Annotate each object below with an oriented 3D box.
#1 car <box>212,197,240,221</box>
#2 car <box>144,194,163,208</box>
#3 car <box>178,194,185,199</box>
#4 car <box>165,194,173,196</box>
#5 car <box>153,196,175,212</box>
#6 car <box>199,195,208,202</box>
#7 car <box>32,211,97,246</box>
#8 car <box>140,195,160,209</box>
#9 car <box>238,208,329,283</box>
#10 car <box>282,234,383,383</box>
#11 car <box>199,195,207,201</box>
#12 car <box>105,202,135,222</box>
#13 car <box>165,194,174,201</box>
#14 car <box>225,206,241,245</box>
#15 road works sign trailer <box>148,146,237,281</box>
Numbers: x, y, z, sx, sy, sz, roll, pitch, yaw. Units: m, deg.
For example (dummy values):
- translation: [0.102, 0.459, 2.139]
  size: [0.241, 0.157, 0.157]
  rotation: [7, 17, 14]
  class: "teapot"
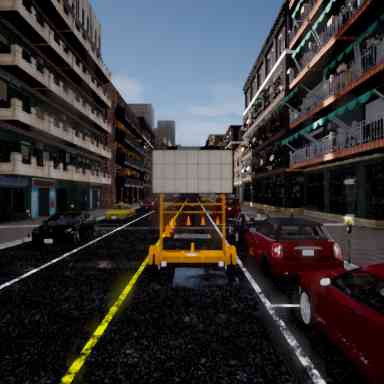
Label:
- translation: [2.733, 1.312, 26.592]
  size: [2.192, 1.841, 5.009]
  rotation: [0, 0, 0]
  class: "car"
- translation: [-5.615, 1.303, 49.154]
  size: [2.192, 1.841, 5.009]
  rotation: [0, 0, 0]
  class: "car"
- translation: [-2.867, 1.283, 89.825]
  size: [1.837, 1.490, 4.892]
  rotation: [0, 0, 0]
  class: "car"
- translation: [-5.573, 1.290, 77.336]
  size: [2.192, 1.841, 5.009]
  rotation: [0, 0, 0]
  class: "car"
- translation: [-3.043, 1.518, 38.518]
  size: [1.812, 1.442, 4.674]
  rotation: [0, 0, 0]
  class: "car"
- translation: [2.807, 1.500, 77.489]
  size: [1.752, 1.417, 4.829]
  rotation: [0, 0, 0]
  class: "car"
- translation: [-5.666, 1.565, 15.334]
  size: [1.947, 1.339, 4.313]
  rotation: [0, 0, 0]
  class: "car"
- translation: [-5.624, 1.431, 43.517]
  size: [1.967, 1.590, 4.097]
  rotation: [0, 0, 0]
  class: "car"
- translation: [2.707, 1.440, 9.683]
  size: [1.967, 1.590, 4.097]
  rotation: [0, 0, 0]
  class: "car"
- translation: [2.699, 1.545, 4.046]
  size: [1.887, 1.381, 4.507]
  rotation: [0, 0, 0]
  class: "car"
- translation: [2.823, 1.514, 88.592]
  size: [1.887, 1.381, 4.507]
  rotation: [0, 0, 0]
  class: "car"
- translation: [-5.649, 1.522, 26.437]
  size: [1.752, 1.417, 4.829]
  rotation: [0, 0, 0]
  class: "car"
- translation: [-5.566, 1.412, 82.971]
  size: [1.967, 1.590, 4.097]
  rotation: [0, 0, 0]
  class: "car"
- translation: [2.715, 1.550, 15.318]
  size: [2.008, 1.369, 4.403]
  rotation: [0, 0, 0]
  class: "car"
- translation: [0.016, 0.464, 9.819]
  size: [2.380, 3.560, 2.880]
  rotation: [0, 0, 0]
  class: "road works sign trailer"
